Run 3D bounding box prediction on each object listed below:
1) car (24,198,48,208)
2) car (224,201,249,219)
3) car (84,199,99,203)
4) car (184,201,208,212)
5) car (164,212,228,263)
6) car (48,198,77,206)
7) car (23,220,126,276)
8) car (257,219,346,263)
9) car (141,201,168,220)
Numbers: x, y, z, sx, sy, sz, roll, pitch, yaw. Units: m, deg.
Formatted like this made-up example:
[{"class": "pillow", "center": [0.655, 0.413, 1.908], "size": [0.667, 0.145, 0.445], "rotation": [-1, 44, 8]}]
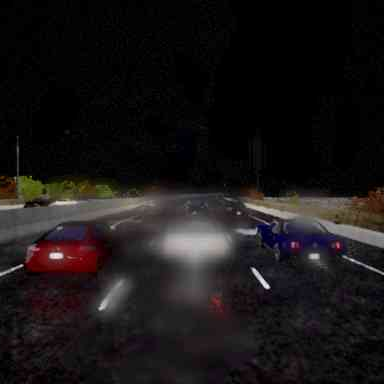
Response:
[{"class": "car", "center": [-20.468, 1.524, 44.449], "size": [1.882, 1.535, 5.008], "rotation": [0, 0, 2]}, {"class": "car", "center": [3.878, 1.554, 29.504], "size": [1.812, 1.442, 4.674], "rotation": [0, 0, 1]}, {"class": "car", "center": [-13.454, 1.615, 44.903], "size": [1.994, 1.385, 4.181], "rotation": [0, 0, 2]}, {"class": "car", "center": [0.357, 1.518, 28.530], "size": [2.128, 1.511, 4.902], "rotation": [0, 0, 1]}, {"class": "car", "center": [0.142, 1.608, 11.989], "size": [1.895, 1.301, 4.718], "rotation": [0, 0, 1]}, {"class": "car", "center": [-16.966, 1.574, 44.519], "size": [1.812, 1.442, 4.674], "rotation": [0, 0, 2]}, {"class": "car", "center": [-3.378, 1.570, 10.347], "size": [1.994, 1.385, 4.181], "rotation": [0, 0, 1]}, {"class": "car", "center": [3.642, 1.609, 12.032], "size": [1.895, 1.301, 4.718], "rotation": [0, 0, 1]}, {"class": "car", "center": [-3.143, 1.516, 28.558], "size": [2.128, 1.511, 4.902], "rotation": [0, 0, 1]}]
